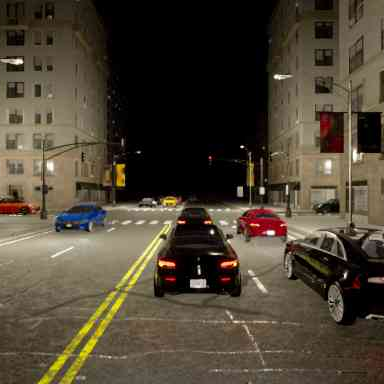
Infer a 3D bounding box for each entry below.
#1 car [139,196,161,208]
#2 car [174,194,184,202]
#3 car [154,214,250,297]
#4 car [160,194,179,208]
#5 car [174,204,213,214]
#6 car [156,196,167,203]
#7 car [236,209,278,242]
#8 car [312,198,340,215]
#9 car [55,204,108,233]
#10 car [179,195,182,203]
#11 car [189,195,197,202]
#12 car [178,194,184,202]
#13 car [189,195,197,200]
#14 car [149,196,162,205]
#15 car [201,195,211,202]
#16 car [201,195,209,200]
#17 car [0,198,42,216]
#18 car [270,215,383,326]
[{"bbox_3d":[-6.462,1.565,49.148,2.033,1.411,5.357,0,0,4],"label":"car"},{"bbox_3d":[-3.079,1.354,78.186,2.097,1.767,4.553,0,0,0],"label":"car"},{"bbox_3d":[0.115,1.527,8.445,1.812,1.442,4.674,0,0,0],"label":"car"},{"bbox_3d":[-3.246,1.496,49.435,1.882,1.535,5.008,0,0,-1],"label":"car"},{"bbox_3d":[0.136,1.530,17.353,1.812,1.442,4.674,0,0,0],"label":"car"},{"bbox_3d":[-6.349,1.547,69.040,1.812,1.442,4.674,0,0,0],"label":"car"},{"bbox_3d":[3.284,1.529,16.139,1.812,1.442,4.674,0,0,0],"label":"car"},{"bbox_3d":[14.836,1.411,34.394,4.553,1.767,2.097,0,0,1],"label":"car"},{"bbox_3d":[-6.452,1.483,19.918,1.882,1.535,5.008,0,0,0],"label":"car"},{"bbox_3d":[-3.200,1.621,58.773,1.895,1.301,4.718,0,0,0],"label":"car"},{"bbox_3d":[0.173,1.613,78.533,1.895,1.301,4.718,0,0,0],"label":"car"},{"bbox_3d":[-3.112,1.373,68.225,2.097,1.767,4.553,0,0,0],"label":"car"},{"bbox_3d":[0.194,1.442,88.506,1.994,1.385,4.181,0,0,0],"label":"car"},{"bbox_3d":[-6.450,1.525,58.887,1.837,1.490,4.892,0,0,0],"label":"car"},{"bbox_3d":[3.421,1.557,78.079,2.033,1.411,5.357,0,0,0],"label":"car"},{"bbox_3d":[3.444,1.442,88.499,1.994,1.385,4.181,0,0,0],"label":"car"},{"bbox_3d":[-16.783,1.340,31.638,4.553,1.767,2.097,0,0,0],"label":"car"},{"bbox_3d":[3.352,1.493,7.044,2.128,1.511,4.902,0,0,1],"label":"car"}]
